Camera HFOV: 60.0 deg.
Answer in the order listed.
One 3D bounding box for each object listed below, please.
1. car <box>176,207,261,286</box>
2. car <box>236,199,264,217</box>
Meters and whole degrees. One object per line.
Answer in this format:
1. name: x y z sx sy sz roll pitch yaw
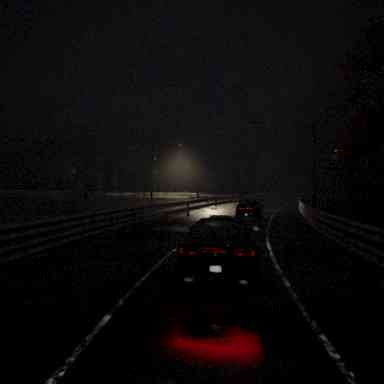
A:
1. car: 0.841 1.401 9.272 1.882 1.535 5.008 0 1 8
2. car: 4.538 1.330 26.236 1.837 1.490 4.892 0 1 16
